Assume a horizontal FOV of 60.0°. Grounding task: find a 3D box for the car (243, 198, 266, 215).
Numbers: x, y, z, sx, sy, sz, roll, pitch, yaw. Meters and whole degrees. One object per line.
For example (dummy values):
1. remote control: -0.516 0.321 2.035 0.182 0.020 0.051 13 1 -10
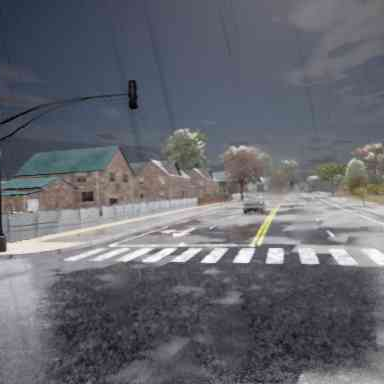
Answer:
1. car: 6.070 1.332 31.875 2.033 1.411 5.357 -3 0 16
